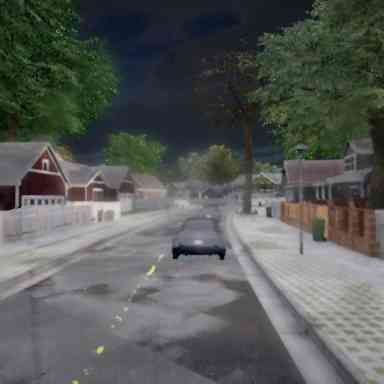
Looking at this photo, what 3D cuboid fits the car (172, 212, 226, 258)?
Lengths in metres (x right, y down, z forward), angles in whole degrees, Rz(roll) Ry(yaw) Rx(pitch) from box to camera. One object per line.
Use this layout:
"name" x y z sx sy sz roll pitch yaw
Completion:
"car" 0.343 1.704 13.356 1.994 1.385 4.181 0 -1 4

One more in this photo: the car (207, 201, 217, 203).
"car" 3.263 2.221 56.172 1.895 1.301 4.718 0 -1 13

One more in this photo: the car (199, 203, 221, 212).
"car" 1.531 1.865 28.260 1.994 1.385 4.181 0 -1 7
